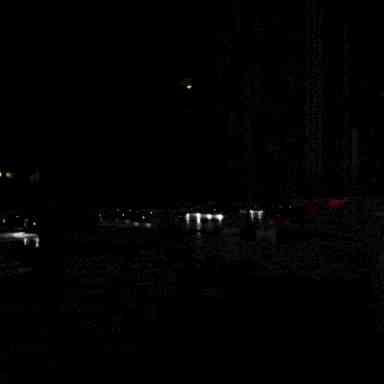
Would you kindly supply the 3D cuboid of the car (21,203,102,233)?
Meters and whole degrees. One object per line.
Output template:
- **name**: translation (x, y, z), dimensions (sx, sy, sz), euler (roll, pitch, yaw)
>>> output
- **car**: translation (-7.469, 1.567, 19.838), dimensions (1.994, 1.385, 4.181), euler (0, 0, 36)

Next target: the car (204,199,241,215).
- **car**: translation (3.477, 1.592, 35.065), dimensions (1.994, 1.385, 4.181), euler (0, 0, 36)

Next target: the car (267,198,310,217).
- **car**: translation (9.300, 1.396, 31.705), dimensions (2.097, 1.767, 4.553), euler (0, 0, 36)

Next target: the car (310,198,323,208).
- **car**: translation (18.338, 1.591, 50.036), dimensions (1.812, 1.442, 4.674), euler (0, 0, 36)

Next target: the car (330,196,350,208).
- **car**: translation (22.089, 1.427, 49.527), dimensions (2.097, 1.767, 4.553), euler (0, 0, 36)

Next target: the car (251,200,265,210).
- **car**: translation (9.346, 1.534, 43.180), dimensions (2.128, 1.511, 4.902), euler (0, 0, 36)

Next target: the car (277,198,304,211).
- **car**: translation (12.354, 1.576, 41.620), dimensions (1.812, 1.442, 4.674), euler (0, 0, 36)

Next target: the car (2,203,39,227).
- **car**: translation (-9.862, 1.488, 22.080), dimensions (2.128, 1.511, 4.902), euler (0, 0, 36)

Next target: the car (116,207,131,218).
- **car**: translation (-4.458, 1.609, 29.603), dimensions (1.895, 1.301, 4.718), euler (0, 0, 36)

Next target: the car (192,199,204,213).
- **car**: translation (1.350, 1.548, 37.685), dimensions (1.812, 1.442, 4.674), euler (0, 0, 36)

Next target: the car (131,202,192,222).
- **car**: translation (-2.373, 1.615, 26.937), dimensions (1.895, 1.301, 4.718), euler (0, 0, 36)
